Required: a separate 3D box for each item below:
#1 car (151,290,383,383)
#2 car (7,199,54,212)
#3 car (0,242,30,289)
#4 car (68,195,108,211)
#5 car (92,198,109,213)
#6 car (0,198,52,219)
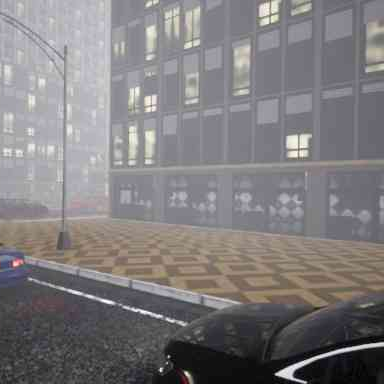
[{"bbox_3d":[1.874,1.505,2.345,4.892,1.490,1.837,0,0,35],"label":"car"},{"bbox_3d":[-19.478,1.630,40.304,1.752,1.417,4.829,1,0,37],"label":"car"},{"bbox_3d":[-6.046,1.541,8.015,5.357,1.411,2.033,0,0,36],"label":"car"},{"bbox_3d":[-13.501,1.429,43.988,2.150,2.045,5.566,1,0,37],"label":"car"},{"bbox_3d":[-9.183,1.820,40.120,1.752,1.417,4.829,1,0,37],"label":"car"},{"bbox_3d":[-15.999,1.509,30.922,2.192,1.841,5.009,1,0,37],"label":"car"}]
